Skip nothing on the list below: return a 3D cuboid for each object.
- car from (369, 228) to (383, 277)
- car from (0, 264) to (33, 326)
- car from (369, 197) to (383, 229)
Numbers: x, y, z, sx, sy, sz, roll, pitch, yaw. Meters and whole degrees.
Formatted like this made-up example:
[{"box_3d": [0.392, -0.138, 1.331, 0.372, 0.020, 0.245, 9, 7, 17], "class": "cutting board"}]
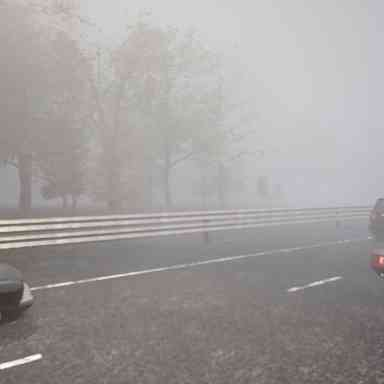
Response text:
[{"box_3d": [6.570, 1.594, 8.321, 4.718, 1.301, 1.895, 0, 0, -35], "class": "car"}, {"box_3d": [-4.847, 1.599, 4.573, 4.718, 1.301, 1.895, 0, 0, -36], "class": "car"}, {"box_3d": [10.310, 1.210, 15.129, 5.566, 2.045, 2.150, 0, 0, -34], "class": "car"}]
